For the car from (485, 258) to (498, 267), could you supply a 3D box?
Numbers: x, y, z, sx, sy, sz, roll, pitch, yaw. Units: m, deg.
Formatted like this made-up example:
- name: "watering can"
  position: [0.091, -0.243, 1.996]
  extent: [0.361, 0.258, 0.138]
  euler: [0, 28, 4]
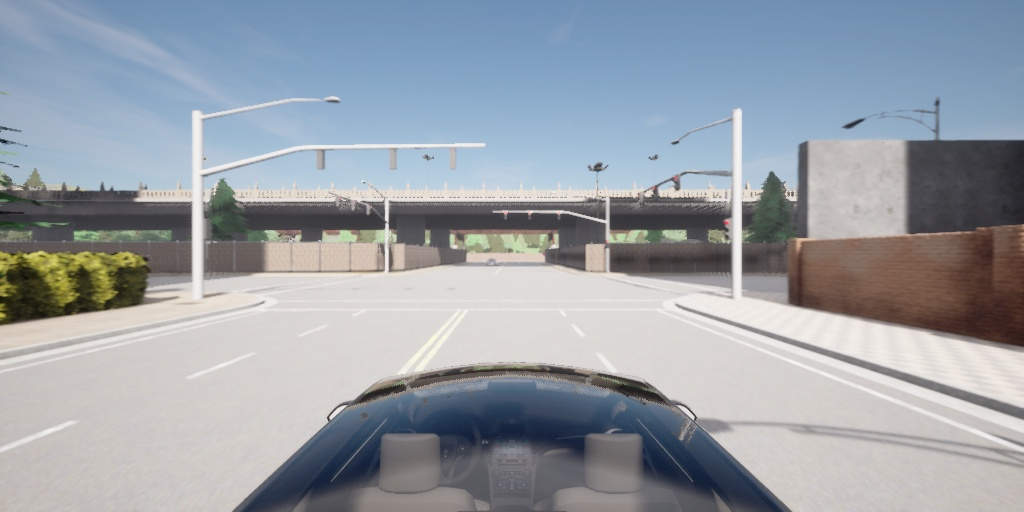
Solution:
- name: "car"
  position: [-3.516, 1.099, 61.738]
  extent: [1.812, 1.442, 4.674]
  euler: [0, 1, 0]
